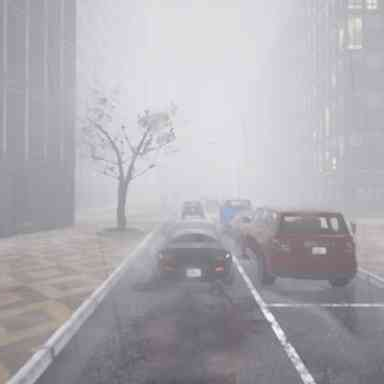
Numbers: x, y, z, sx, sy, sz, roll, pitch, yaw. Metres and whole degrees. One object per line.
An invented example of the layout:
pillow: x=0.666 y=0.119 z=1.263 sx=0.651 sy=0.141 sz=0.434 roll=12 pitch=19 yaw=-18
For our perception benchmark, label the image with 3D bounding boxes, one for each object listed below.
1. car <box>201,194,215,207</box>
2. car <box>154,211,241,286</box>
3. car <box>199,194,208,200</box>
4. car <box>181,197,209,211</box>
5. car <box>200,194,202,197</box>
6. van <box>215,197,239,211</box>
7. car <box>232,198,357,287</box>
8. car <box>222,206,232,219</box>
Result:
car: x=2.568 y=1.305 z=42.546 sx=1.887 sy=1.381 sz=4.507 roll=1 pitch=0 yaw=0
car: x=0.057 y=1.469 z=9.114 sx=1.812 sy=1.442 sz=4.674 roll=0 pitch=0 yaw=0
car: x=2.558 y=1.189 z=75.948 sx=1.802 sy=1.307 sz=4.206 roll=1 pitch=0 yaw=0
car: x=0.075 y=1.383 z=28.145 sx=2.033 sy=1.411 sz=5.357 roll=0 pitch=0 yaw=0
car: x=2.561 y=1.237 z=64.815 sx=1.802 sy=1.307 sz=4.206 roll=1 pitch=0 yaw=0
van: x=2.578 y=1.220 z=20.276 sx=1.690 sy=1.788 sz=3.998 roll=1 pitch=0 yaw=0
car: x=2.581 y=1.259 z=9.141 sx=2.192 sy=1.841 sz=5.009 roll=1 pitch=0 yaw=0
car: x=2.575 y=1.493 z=14.709 sx=1.802 sy=1.307 sz=4.206 roll=1 pitch=0 yaw=0
